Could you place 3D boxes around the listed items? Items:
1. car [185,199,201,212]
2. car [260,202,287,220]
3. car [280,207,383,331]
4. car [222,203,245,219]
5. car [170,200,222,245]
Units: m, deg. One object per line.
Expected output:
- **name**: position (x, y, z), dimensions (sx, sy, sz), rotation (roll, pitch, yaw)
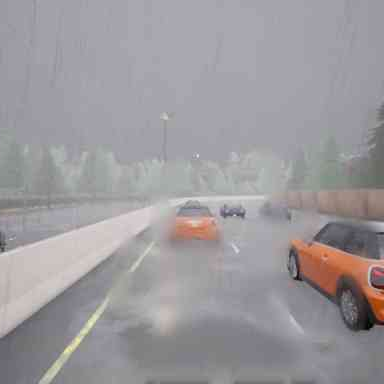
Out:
- **car**: position (0.107, 1.677, 41.990), dimensions (1.994, 1.385, 4.181), rotation (0, 0, 0)
- **car**: position (7.109, 1.602, 28.418), dimensions (1.812, 1.442, 4.674), rotation (0, 0, 0)
- **car**: position (3.602, 1.371, 7.080), dimensions (2.097, 1.767, 4.553), rotation (0, 0, 0)
- **car**: position (3.605, 1.683, 30.386), dimensions (1.895, 1.301, 4.718), rotation (0, 0, 0)
- **car**: position (0.103, 1.395, 15.990), dimensions (2.097, 1.767, 4.553), rotation (0, 0, 0)
